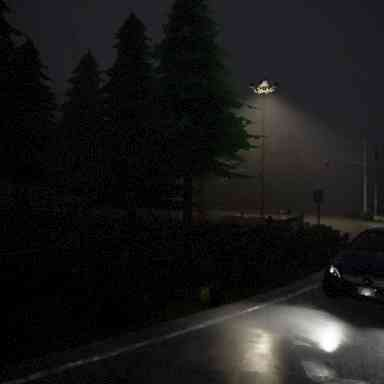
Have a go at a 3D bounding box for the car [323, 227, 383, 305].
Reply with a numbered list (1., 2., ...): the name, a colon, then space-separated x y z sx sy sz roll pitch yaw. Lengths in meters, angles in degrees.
1. car: 4.756 1.624 7.982 1.812 1.442 4.674 1 0 40
